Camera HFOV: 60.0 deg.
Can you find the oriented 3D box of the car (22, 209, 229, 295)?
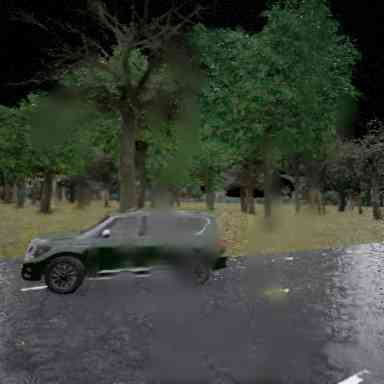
[{"bbox_3d":[-1.681,1.525,9.483,5.566,2.045,2.150,2,-1,-18],"label":"car"}]
